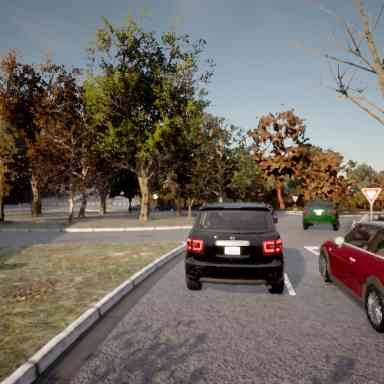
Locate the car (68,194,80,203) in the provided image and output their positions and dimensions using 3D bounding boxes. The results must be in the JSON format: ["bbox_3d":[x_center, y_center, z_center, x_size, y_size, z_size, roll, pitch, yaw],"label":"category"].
[{"bbox_3d":[-31.236,2.001,86.943,1.946,1.575,5.366,0,2,-11],"label":"car"}]

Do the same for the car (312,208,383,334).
[{"bbox_3d":[4.155,1.372,6.824,2.097,1.767,4.553,0,0,7],"label":"car"}]

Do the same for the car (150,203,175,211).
[{"bbox_3d":[-4.188,2.647,56.938,4.892,1.490,1.837,-1,-2,26],"label":"car"}]

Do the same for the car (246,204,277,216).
[{"bbox_3d":[9.139,2.313,44.270,2.128,1.511,4.902,0,-2,-15],"label":"car"}]

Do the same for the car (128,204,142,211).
[{"bbox_3d":[-8.912,2.784,60.697,5.357,1.411,2.033,0,-1,1],"label":"car"}]

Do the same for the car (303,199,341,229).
[{"bbox_3d":[9.144,1.504,23.379,2.150,2.045,5.566,-1,-2,25],"label":"car"}]

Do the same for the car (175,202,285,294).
[{"bbox_3d":[1.211,1.269,9.167,2.150,2.045,5.566,0,-1,9],"label":"car"}]
